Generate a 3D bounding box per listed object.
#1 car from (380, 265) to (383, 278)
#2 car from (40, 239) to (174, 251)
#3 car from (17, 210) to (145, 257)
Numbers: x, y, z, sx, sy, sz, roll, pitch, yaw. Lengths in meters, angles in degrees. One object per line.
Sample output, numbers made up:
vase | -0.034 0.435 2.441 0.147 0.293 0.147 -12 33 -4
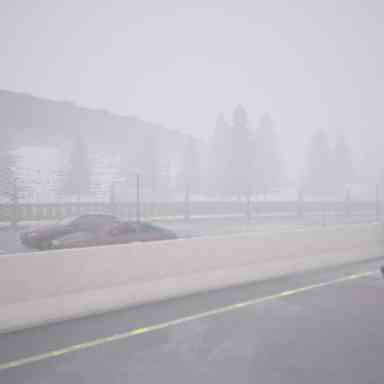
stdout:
car | 7.029 1.632 8.501 5.357 1.411 2.033 1 0 -32
car | -2.428 1.597 10.762 4.181 1.385 1.994 1 0 -35
car | -4.437 1.559 13.645 4.674 1.442 1.812 0 0 -35
